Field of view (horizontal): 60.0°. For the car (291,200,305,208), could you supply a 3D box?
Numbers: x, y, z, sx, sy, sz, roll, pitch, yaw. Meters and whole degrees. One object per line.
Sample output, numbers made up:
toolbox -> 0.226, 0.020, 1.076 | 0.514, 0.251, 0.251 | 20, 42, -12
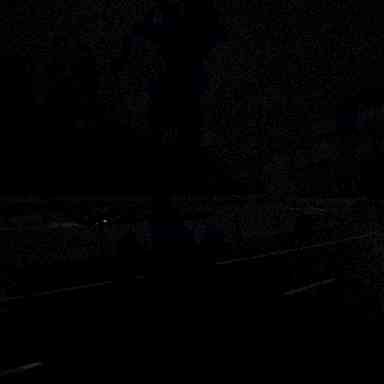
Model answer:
car -> 19.327, 2.131, 59.668 | 2.033, 1.411, 5.357 | -1, -1, 33

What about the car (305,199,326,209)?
car -> 21.145, 2.009, 56.118 | 1.882, 1.535, 5.008 | -1, -1, 34

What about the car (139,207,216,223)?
car -> -0.583, 1.753, 21.391 | 4.902, 1.511, 2.128 | 0, -1, -40

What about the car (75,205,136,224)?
car -> -7.500, 1.907, 29.284 | 4.892, 1.490, 1.837 | 1, -1, -40

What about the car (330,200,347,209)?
car -> 23.730, 1.964, 53.662 | 1.882, 1.535, 5.008 | -1, -1, 34

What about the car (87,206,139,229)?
car -> -4.561, 1.866, 22.632 | 4.181, 1.385, 1.994 | 0, -1, -39

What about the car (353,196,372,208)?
car -> 26.417, 1.666, 51.382 | 2.150, 2.045, 5.566 | -1, -1, 35

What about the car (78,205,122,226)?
car -> -6.245, 1.828, 25.765 | 5.008, 1.535, 1.882 | 0, -1, -40
